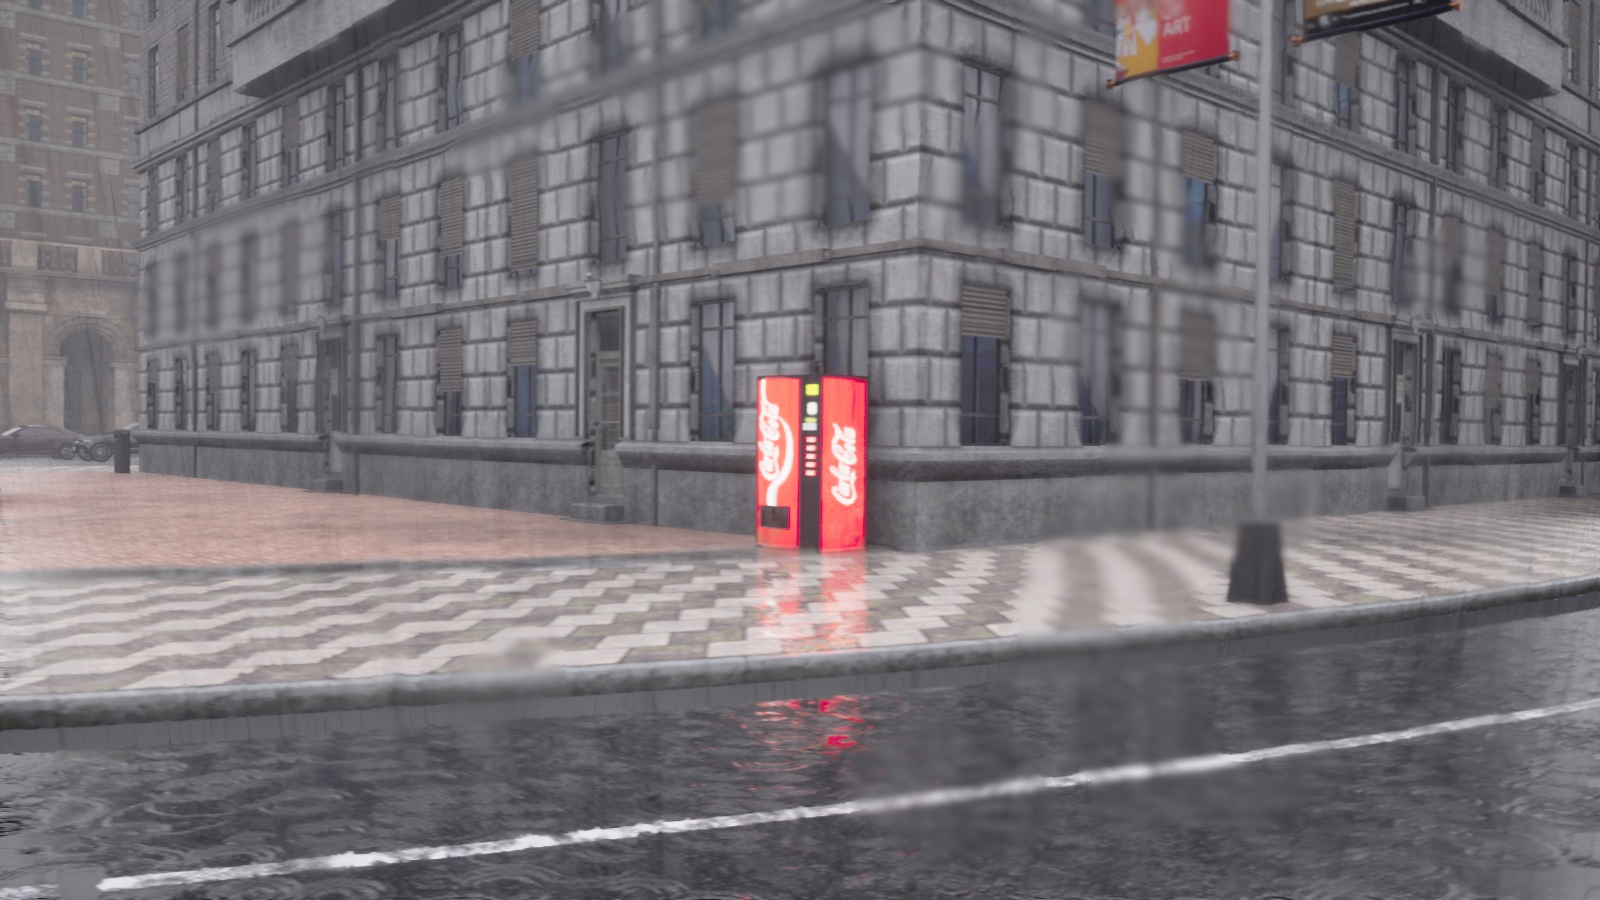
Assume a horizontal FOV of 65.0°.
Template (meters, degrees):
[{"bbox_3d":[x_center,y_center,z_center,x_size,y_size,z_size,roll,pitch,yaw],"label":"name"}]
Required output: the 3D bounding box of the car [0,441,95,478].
[{"bbox_3d":[-32.430,0.383,52.644,4.674,1.442,1.812,-1,1,-43],"label":"car"}]

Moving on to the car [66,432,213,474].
[{"bbox_3d":[-27.515,0.084,52.417,5.027,1.651,2.152,-1,1,-43],"label":"car"}]
